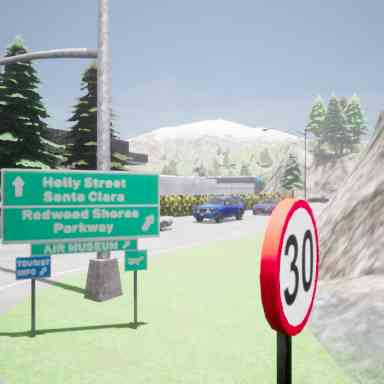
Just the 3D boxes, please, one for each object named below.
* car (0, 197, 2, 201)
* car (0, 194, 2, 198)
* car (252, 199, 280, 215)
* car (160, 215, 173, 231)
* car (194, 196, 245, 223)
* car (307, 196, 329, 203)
[{"bbox_3d":[-12.436,1.505,26.016,1.905,1.878,3.866,0,0,35],"label":"car"},{"bbox_3d":[-38.765,1.489,69.883,4.514,1.523,2.007,0,0,35],"label":"car"},{"bbox_3d":[8.316,1.544,36.049,2.097,1.767,4.553,0,0,36],"label":"car"},{"bbox_3d":[-3.277,1.792,20.032,1.895,1.301,4.718,0,0,36],"label":"car"},{"bbox_3d":[2.405,1.413,27.890,2.150,2.045,5.566,0,0,36],"label":"car"},{"bbox_3d":[28.278,1.717,74.712,2.128,1.511,4.902,0,0,-42],"label":"car"}]
